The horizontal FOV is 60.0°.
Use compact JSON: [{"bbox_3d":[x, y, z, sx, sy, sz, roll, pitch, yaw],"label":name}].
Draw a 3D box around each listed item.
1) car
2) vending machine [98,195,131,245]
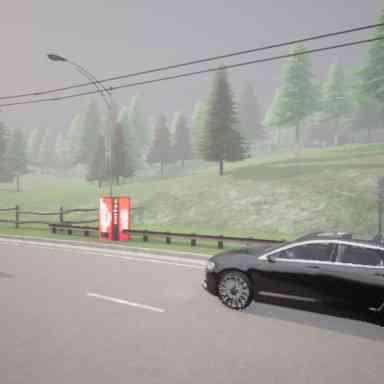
[{"bbox_3d":[2.517,1.492,6.196,4.902,1.511,2.128,0,0,34],"label":"car"},{"bbox_3d":[-3.417,1.195,14.712,0.880,2.100,1.100,0,0,29],"label":"vending machine"}]
